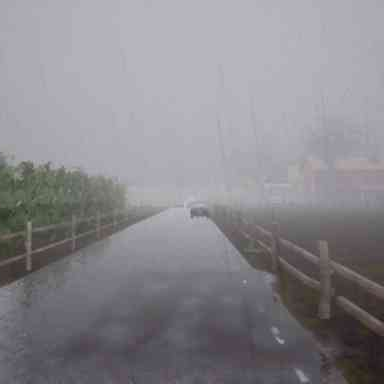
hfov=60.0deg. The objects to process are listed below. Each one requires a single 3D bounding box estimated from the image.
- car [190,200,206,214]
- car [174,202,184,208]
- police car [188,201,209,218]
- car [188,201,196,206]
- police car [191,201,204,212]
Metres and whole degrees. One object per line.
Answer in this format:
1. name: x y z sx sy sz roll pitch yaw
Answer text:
1. car: 0.819 2.033 45.532 2.097 1.767 4.553 0 -1 0
2. car: -2.758 2.797 71.796 2.033 1.411 5.357 0 -1 0
3. police car: 0.821 1.907 35.667 1.930 1.638 5.238 0 -1 0
4. car: -0.009 3.045 86.586 1.895 1.301 4.718 0 -1 0
5. police car: 0.819 2.243 51.671 1.930 1.638 5.238 0 -1 0
